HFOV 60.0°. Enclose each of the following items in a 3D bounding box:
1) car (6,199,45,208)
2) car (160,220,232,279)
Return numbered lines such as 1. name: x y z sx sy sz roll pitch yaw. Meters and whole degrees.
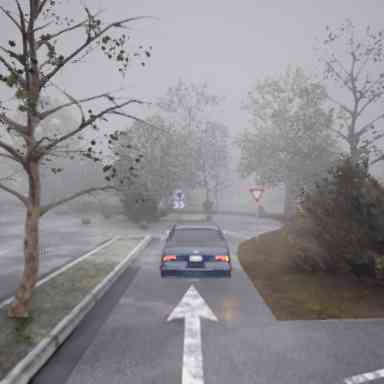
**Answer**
1. car: -21.556 1.422 43.049 4.674 1.442 1.812 4 -2 1
2. car: 0.136 1.563 10.124 2.033 1.411 5.357 0 0 1
